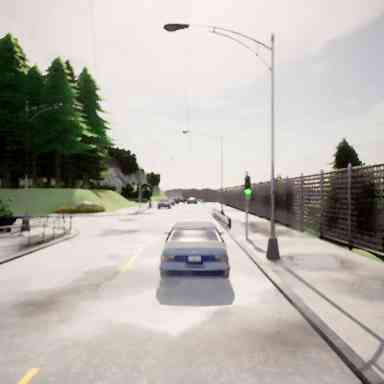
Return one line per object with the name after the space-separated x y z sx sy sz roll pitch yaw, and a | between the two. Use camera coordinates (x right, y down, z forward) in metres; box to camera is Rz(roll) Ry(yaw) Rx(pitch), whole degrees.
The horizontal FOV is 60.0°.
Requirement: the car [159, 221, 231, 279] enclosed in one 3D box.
0.074 1.595 10.180 2.033 1.411 5.357 0 0 0 | car

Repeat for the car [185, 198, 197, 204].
0.016 1.885 72.200 1.994 1.385 4.181 0 0 0 | car

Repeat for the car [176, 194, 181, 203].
-3.986 1.547 69.970 2.150 2.045 5.566 0 0 0 | car

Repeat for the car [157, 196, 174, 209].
-4.083 1.734 49.666 1.837 1.490 4.892 0 0 0 | car

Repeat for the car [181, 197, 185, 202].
-3.692 1.926 83.902 5.357 1.411 2.033 0 0 40 | car

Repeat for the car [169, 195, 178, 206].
-4.050 1.800 59.563 1.812 1.442 4.674 0 0 0 | car
